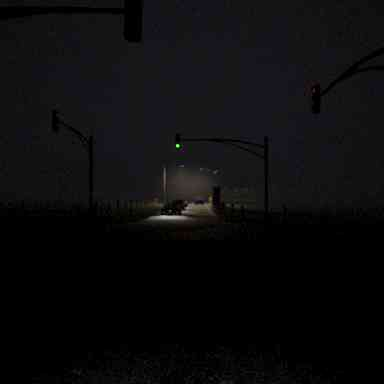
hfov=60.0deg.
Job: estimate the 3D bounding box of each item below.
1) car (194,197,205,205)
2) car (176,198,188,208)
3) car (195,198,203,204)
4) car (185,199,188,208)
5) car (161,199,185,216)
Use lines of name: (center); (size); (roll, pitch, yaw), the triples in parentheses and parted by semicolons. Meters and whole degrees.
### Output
car: (1.483, 1.839, 65.646); (1.882, 1.535, 5.008); (0, 0, 1)
car: (-1.676, 1.834, 55.911); (1.812, 1.442, 4.674); (0, 0, 2)
car: (1.612, 2.013, 75.678); (1.895, 1.301, 4.718); (0, 0, 1)
car: (-1.915, 1.778, 45.760); (1.812, 1.442, 4.674); (0, 0, 2)
car: (-2.134, 1.760, 35.746); (1.994, 1.385, 4.181); (0, 0, 2)
